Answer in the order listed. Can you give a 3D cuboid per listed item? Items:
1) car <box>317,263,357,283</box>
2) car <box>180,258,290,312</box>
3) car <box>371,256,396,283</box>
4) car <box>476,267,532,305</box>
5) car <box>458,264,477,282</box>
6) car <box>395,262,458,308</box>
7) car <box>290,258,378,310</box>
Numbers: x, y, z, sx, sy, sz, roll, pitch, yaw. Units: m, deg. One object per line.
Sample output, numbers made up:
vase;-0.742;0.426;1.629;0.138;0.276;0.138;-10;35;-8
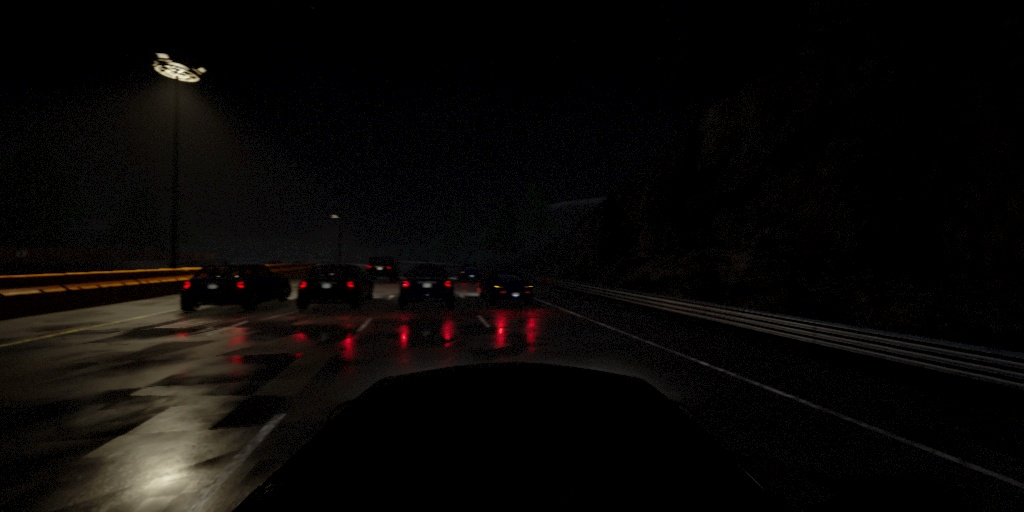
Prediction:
car;-13.987;1.341;28.920;1.994;1.385;4.181;1;0;-13
car;-10.518;1.059;14.099;2.097;1.767;4.553;1;-1;-13
car;-10.500;1.041;29.423;2.150;2.045;5.566;1;0;-13
car;-0.363;1.384;16.779;1.812;1.442;4.674;1;0;-13
car;-3.778;1.450;31.385;1.812;1.442;4.674;1;0;-13
car;-3.702;1.158;15.689;2.097;1.767;4.553;1;-1;-13
car;-7.110;1.109;14.894;2.097;1.767;4.553;1;-1;-13
